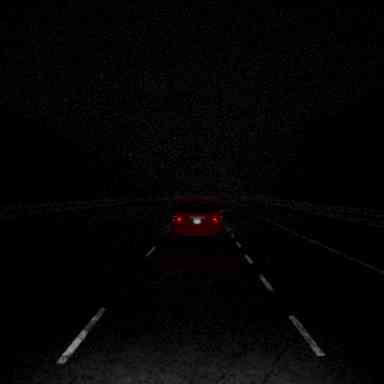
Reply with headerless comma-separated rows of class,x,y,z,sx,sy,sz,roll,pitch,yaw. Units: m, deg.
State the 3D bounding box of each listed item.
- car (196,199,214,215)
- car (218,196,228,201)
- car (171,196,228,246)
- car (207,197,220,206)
car,1.447,1.548,35.548,1.812,1.442,4.674,0,0,4
car,8.085,1.665,85.684,2.033,1.411,5.357,0,0,11
car,0.298,1.227,15.515,2.150,2.045,5.566,0,0,2
car,3.855,1.595,58.899,2.033,1.411,5.357,0,0,7
